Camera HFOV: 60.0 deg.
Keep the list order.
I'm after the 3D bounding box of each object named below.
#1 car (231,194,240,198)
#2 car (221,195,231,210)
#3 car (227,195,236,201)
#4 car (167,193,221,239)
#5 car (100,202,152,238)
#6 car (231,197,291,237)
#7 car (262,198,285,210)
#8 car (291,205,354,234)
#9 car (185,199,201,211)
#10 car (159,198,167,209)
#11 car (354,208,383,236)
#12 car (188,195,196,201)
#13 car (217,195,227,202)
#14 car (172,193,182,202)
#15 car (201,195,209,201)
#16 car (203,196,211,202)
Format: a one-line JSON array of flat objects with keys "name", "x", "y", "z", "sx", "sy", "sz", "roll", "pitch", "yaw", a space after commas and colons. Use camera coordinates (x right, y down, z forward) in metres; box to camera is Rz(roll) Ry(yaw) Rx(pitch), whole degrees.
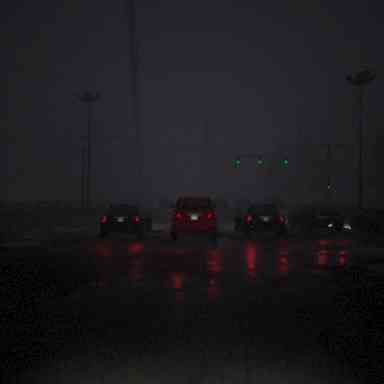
[{"name": "car", "x": 10.504, "y": 1.382, "z": 78.216, "sx": 2.097, "sy": 1.767, "sz": 4.553, "roll": 0, "pitch": 0, "yaw": 0}, {"name": "car", "x": 3.600, "y": 1.520, "z": 43.495, "sx": 1.837, "sy": 1.490, "sz": 4.892, "roll": 0, "pitch": 0, "yaw": 0}, {"name": "car", "x": 10.504, "y": 1.569, "z": 88.547, "sx": 1.895, "sy": 1.301, "sz": 4.718, "roll": 0, "pitch": 0, "yaw": 0}, {"name": "car", "x": 0.103, "y": 1.228, "z": 17.339, "sx": 2.150, "sy": 2.045, "sz": 5.566, "roll": 0, "pitch": 0, "yaw": 0}, {"name": "car", "x": -3.399, "y": 1.359, "z": 17.946, "sx": 2.097, "sy": 1.767, "sz": 4.553, "roll": 0, "pitch": 0, "yaw": 0}, {"name": "car", "x": 3.601, "y": 1.358, "z": 18.328, "sx": 2.097, "sy": 1.767, "sz": 4.553, "roll": 0, "pitch": 0, "yaw": 0}, {"name": "car", "x": 10.602, "y": 1.520, "z": 43.462, "sx": 1.837, "sy": 1.490, "sz": 4.892, "roll": 0, "pitch": 0, "yaw": 0}, {"name": "car", "x": 7.102, "y": 1.499, "z": 19.469, "sx": 2.128, "sy": 1.511, "sz": 4.902, "roll": 0, "pitch": 0, "yaw": 0}, {"name": "car", "x": 0.100, "y": 1.616, "z": 41.916, "sx": 1.895, "sy": 1.301, "sz": 4.718, "roll": 0, "pitch": 0, "yaw": 0}, {"name": "car", "x": -3.401, "y": 1.494, "z": 45.011, "sx": 1.882, "sy": 1.535, "sz": 5.008, "roll": 0, "pitch": 0, "yaw": 0}, {"name": "car", "x": 10.602, "y": 1.571, "z": 18.629, "sx": 1.994, "sy": 1.385, "sz": 4.181, "roll": 0, "pitch": 0, "yaw": 0}, {"name": "car", "x": 0.004, "y": 1.480, "z": 88.519, "sx": 1.837, "sy": 1.490, "sz": 4.892, "roll": 0, "pitch": 0, "yaw": 0}, {"name": "car", "x": 7.004, "y": 1.527, "z": 78.303, "sx": 1.837, "sy": 1.490, "sz": 4.892, "roll": 0, "pitch": 0, "yaw": 0}, {"name": "car", "x": -3.496, "y": 1.253, "z": 78.875, "sx": 2.150, "sy": 2.045, "sz": 5.566, "roll": 0, "pitch": 0, "yaw": 0}, {"name": "car", "x": 3.504, "y": 1.572, "z": 88.548, "sx": 1.895, "sy": 1.301, "sz": 4.718, "roll": 0, "pitch": 0, "yaw": 0}, {"name": "car", "x": 3.504, "y": 1.623, "z": 78.357, "sx": 1.895, "sy": 1.301, "sz": 4.718, "roll": 0, "pitch": 0, "yaw": 0}]
